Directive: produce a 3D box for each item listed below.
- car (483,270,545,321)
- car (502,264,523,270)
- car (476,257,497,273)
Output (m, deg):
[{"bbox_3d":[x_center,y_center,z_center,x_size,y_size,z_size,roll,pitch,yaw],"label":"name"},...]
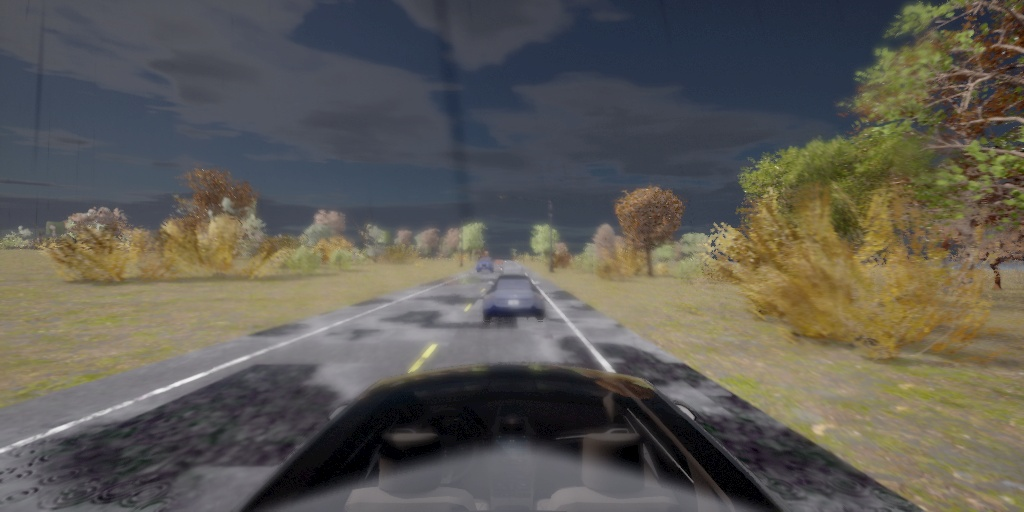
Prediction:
[{"bbox_3d":[0.064,1.365,12.634,1.994,1.385,4.181,0,0,0],"label":"car"},{"bbox_3d":[0.049,1.468,26.229,1.895,1.301,4.718,0,0,0],"label":"car"},{"bbox_3d":[-3.605,1.209,49.252,2.150,2.045,5.566,0,0,0],"label":"car"}]
